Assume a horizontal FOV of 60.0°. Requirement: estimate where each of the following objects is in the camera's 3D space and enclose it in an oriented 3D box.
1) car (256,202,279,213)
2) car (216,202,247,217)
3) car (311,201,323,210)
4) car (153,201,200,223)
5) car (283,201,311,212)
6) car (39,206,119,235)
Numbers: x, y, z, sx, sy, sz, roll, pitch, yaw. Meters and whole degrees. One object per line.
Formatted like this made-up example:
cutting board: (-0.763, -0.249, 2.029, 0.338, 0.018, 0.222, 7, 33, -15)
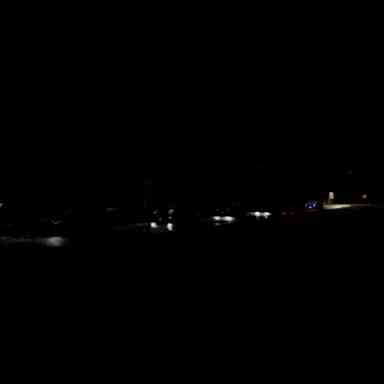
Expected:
car: (10.184, 1.998, 44.651, 1.994, 1.385, 4.181, -1, -1, 35)
car: (4.430, 1.869, 36.410, 1.812, 1.442, 4.674, -1, -1, 35)
car: (19.575, 2.116, 53.271, 1.895, 1.301, 4.718, -1, -1, 35)
car: (-1.239, 1.603, 28.237, 2.097, 1.767, 4.553, -1, -1, 35)
car: (13.898, 1.917, 44.994, 2.128, 1.511, 4.902, -1, -1, 35)
car: (-6.742, 1.638, 20.293, 1.882, 1.535, 5.008, -1, -1, 35)
